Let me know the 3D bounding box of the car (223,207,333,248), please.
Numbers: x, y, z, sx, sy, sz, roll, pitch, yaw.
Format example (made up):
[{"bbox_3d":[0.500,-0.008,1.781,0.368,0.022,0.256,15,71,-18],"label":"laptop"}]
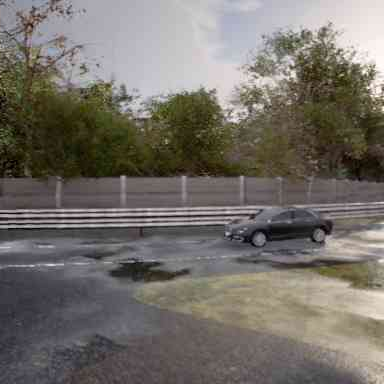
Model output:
[{"bbox_3d":[3.687,1.416,14.253,4.892,1.490,1.837,-1,0,-20],"label":"car"}]
